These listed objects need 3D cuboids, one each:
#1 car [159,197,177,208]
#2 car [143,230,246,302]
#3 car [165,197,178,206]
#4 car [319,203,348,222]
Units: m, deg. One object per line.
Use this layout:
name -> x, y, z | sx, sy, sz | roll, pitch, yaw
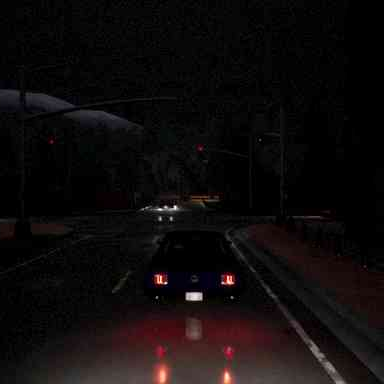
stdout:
car -> -3.561, 1.526, 47.302 | 1.812, 1.442, 4.674 | 0, 0, 0
car -> 0.063, 1.601, 8.230 | 1.895, 1.301, 4.718 | 0, 0, 0
car -> -3.541, 1.601, 57.314 | 1.895, 1.301, 4.718 | 0, 0, 0
car -> 12.827, 1.562, 25.943 | 5.357, 1.411, 2.033 | 0, 0, -1
